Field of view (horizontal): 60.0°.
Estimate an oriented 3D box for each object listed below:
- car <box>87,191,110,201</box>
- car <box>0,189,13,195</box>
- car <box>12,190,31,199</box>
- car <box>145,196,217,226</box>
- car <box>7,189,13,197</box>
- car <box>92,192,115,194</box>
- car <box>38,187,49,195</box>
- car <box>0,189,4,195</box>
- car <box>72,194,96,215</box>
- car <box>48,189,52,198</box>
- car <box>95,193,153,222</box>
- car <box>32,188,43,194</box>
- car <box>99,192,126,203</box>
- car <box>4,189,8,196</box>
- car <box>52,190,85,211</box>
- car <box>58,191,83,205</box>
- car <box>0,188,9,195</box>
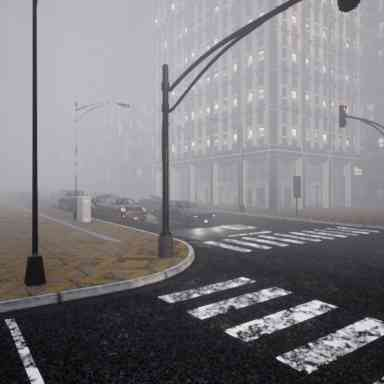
[{"bbox_3d":[-14.062,0.644,49.821,1.947,1.339,4.313,1,0,-36],"label":"car"},{"bbox_3d":[-40.298,0.015,72.089,1.947,1.339,4.313,1,0,-36],"label":"car"},{"bbox_3d":[-27.324,0.422,53.955,1.887,1.381,4.507,1,0,-36],"label":"car"},{"bbox_3d":[-0.695,1.232,21.180,2.033,1.411,5.357,0,1,-34],"label":"car"},{"bbox_3d":[-30.567,0.321,58.489,2.008,1.369,4.403,1,0,-36],"label":"car"},{"bbox_3d":[-7.750,0.943,31.029,2.128,1.511,4.902,0,1,-36],"label":"car"},{"bbox_3d":[-33.529,-0.020,77.031,1.887,1.381,4.507,1,0,-36],"label":"car"},{"bbox_3d":[-37.054,0.107,67.556,2.008,1.369,4.403,1,0,-36],"label":"car"},{"bbox_3d":[-7.864,1.103,26.756,1.802,1.307,4.206,1,0,-36],"label":"car"},{"bbox_3d":[-23.115,0.378,58.000,1.812,1.442,4.674,0,1,-36],"label":"car"},{"bbox_3d":[-4.617,1.069,22.222,1.967,1.590,4.097,1,0,-36],"label":"car"},{"bbox_3d":[-40.019,-0.213,86.102,1.947,1.339,4.313,1,0,-36],"label":"car"},{"bbox_3d":[-10.915,0.707,45.425,1.752,1.417,4.829,1,0,-36],"label":"car"},{"bbox_3d":[-33.811,0.208,63.022,1.887,1.381,4.507,1,0,-36],"label":"car"},{"bbox_3d":[-11.101,0.729,31.288,2.192,1.841,5.009,1,0,-36],"label":"car"},{"bbox_3d":[-15.203,0.731,41.484,1.812,1.442,4.674,0,2,-35],"label":"car"},{"bbox_3d":[-43.541,-0.112,76.622,1.887,1.381,4.507,1,0,-36],"label":"car"}]
